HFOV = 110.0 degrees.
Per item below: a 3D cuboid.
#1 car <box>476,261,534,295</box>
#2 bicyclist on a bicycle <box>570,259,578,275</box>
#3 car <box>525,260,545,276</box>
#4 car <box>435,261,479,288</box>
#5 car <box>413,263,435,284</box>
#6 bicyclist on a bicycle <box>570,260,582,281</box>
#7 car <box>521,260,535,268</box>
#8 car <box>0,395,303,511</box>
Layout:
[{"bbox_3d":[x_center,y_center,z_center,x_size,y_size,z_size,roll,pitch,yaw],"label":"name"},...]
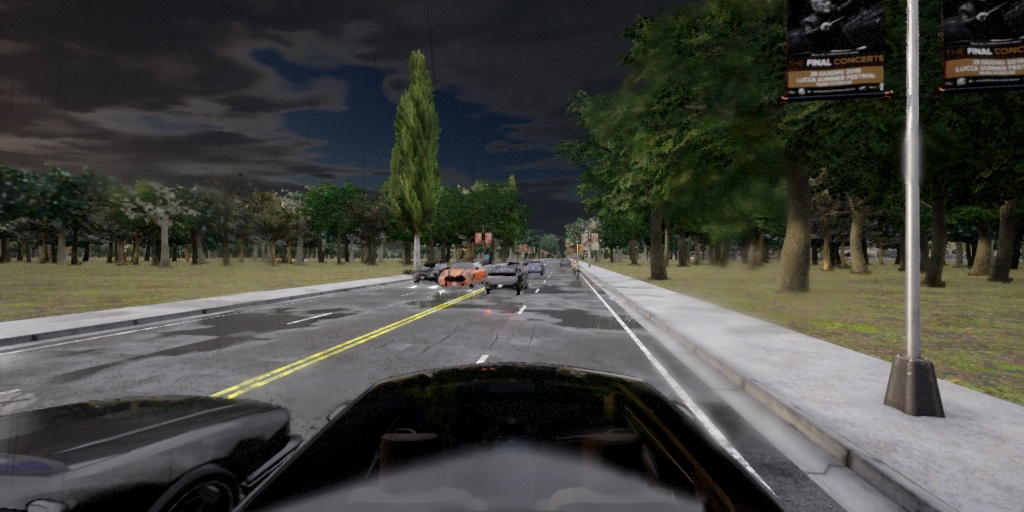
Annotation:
[{"bbox_3d":[-0.207,1.242,19.795,2.128,1.511,4.902,0,0,8],"label":"car"},{"bbox_3d":[6.716,1.188,38.878,0.866,1.612,1.509,0,0,8],"label":"bicyclist on a bicycle"},{"bbox_3d":[2.501,1.299,38.146,2.033,1.411,5.357,0,0,8],"label":"car"},{"bbox_3d":[-3.128,1.102,23.629,2.097,1.767,4.553,0,0,8],"label":"car"},{"bbox_3d":[-5.875,1.255,27.281,1.837,1.490,4.892,0,0,8],"label":"car"},{"bbox_3d":[5.266,1.188,29.054,0.866,1.612,1.509,0,0,8],"label":"bicyclist on a bicycle"},{"bbox_3d":[2.912,1.355,64.275,1.895,1.301,4.718,0,0,9],"label":"car"},{"bbox_3d":[-3.033,1.297,0.641,2.033,1.411,5.357,0,0,8],"label":"car"}]
